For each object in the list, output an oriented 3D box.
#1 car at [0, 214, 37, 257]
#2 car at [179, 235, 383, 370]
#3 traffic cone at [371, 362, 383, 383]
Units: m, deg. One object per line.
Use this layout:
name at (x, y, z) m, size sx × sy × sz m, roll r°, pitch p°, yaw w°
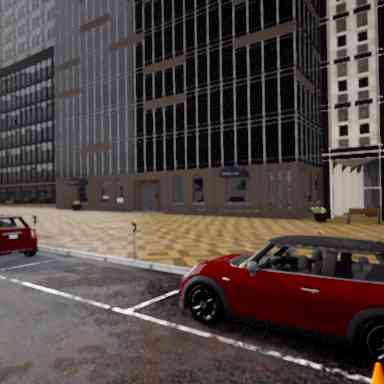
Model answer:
car at (-7.451, 1.493, 12.002) m, size 4.097 × 1.590 × 1.967 m, roll 0°, pitch -1°, yaw 34°
car at (1.735, 1.458, 5.699) m, size 4.097 × 1.590 × 1.967 m, roll 0°, pitch -1°, yaw 34°
traffic cone at (1.817, 1.964, 3.243) m, size 0.340 × 0.580 × 0.340 m, roll 0°, pitch 0°, yaw 34°
